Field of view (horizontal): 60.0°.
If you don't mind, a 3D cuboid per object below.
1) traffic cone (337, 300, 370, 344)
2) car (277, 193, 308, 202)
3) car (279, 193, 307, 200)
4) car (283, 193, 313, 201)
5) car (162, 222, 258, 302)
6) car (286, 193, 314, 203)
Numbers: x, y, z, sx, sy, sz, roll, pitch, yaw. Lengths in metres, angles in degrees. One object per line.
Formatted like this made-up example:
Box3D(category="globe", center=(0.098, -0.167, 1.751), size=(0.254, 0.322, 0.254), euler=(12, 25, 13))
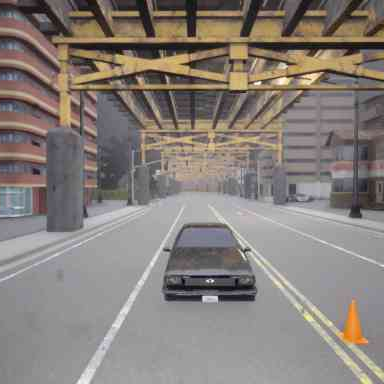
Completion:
Box3D(category="traffic cone", center=(2.453, 1.949, 5.070), size=(0.340, 0.580, 0.340), euler=(0, 0, 0))
Box3D(category="car", center=(17.810, 0.960, 58.948), size=(4.974, 1.542, 2.038), euler=(0, 1, 25))
Box3D(category="car", center=(17.857, 0.803, 58.925), size=(4.536, 1.218, 1.853), euler=(0, 1, 25))
Box3D(category="car", center=(17.511, 0.849, 54.808), size=(4.536, 1.218, 1.853), euler=(0, 1, -20))
Box3D(category="car", center=(0.361, 1.534, 8.677), size=(2.033, 1.411, 5.357), euler=(0, 0, 1))
Box3D(category="car", center=(17.462, 1.007, 54.792), size=(4.974, 1.542, 2.038), euler=(0, 1, -20))
